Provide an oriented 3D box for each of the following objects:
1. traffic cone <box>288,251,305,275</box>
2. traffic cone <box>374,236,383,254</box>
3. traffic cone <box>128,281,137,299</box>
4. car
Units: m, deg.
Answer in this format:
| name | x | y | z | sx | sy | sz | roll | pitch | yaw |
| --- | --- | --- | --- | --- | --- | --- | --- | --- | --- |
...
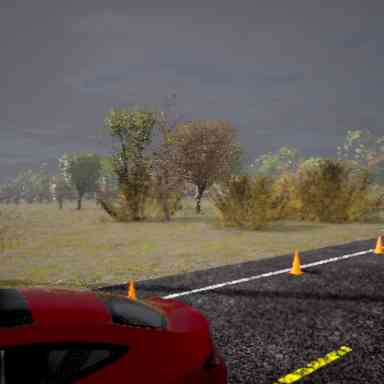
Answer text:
| name | x | y | z | sx | sy | sz | roll | pitch | yaw |
| --- | --- | --- | --- | --- | --- | --- | --- | --- | --- |
| traffic cone | 2.877 | 1.932 | 9.149 | 0.340 | 0.580 | 0.340 | 0 | 0 | -37 |
| traffic cone | 6.844 | 1.915 | 12.134 | 0.340 | 0.580 | 0.340 | 0 | 0 | -37 |
| traffic cone | -1.123 | 1.951 | 6.209 | 0.340 | 0.580 | 0.340 | 0 | 0 | -36 |
| car | -1.830 | 1.530 | 2.214 | 4.674 | 1.442 | 1.812 | 0 | 0 | -36 |
